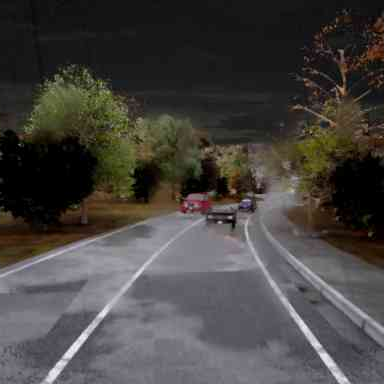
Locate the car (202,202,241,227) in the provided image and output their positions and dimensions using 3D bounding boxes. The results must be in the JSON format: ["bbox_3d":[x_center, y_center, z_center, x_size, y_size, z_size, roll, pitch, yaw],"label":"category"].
[{"bbox_3d":[2.112,1.584,22.704,1.895,1.301,4.718,1,0,10],"label":"car"}]

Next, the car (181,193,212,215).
[{"bbox_3d":[0.570,1.133,33.151,2.150,2.045,5.566,1,0,14],"label":"car"}]

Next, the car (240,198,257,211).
[{"bbox_3d":[7.105,1.547,42.249,1.812,1.442,4.674,2,0,18],"label":"car"}]
